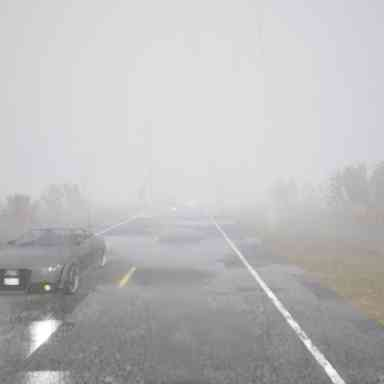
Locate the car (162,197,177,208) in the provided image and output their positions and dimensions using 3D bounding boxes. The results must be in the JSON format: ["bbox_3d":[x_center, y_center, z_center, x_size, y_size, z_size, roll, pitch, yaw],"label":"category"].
[{"bbox_3d":[-3.526,1.539,52.527,2.097,1.767,4.553,0,0,0],"label":"car"}]

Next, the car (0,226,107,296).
[{"bbox_3d":[-3.594,1.606,8.626,1.994,1.385,4.181,0,0,0],"label":"car"}]
